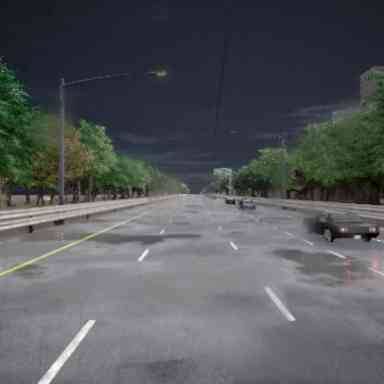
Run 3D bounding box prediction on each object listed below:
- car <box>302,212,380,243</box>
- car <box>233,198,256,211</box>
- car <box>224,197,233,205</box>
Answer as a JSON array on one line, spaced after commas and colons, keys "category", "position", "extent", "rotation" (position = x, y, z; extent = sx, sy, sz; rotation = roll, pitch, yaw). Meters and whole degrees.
[{"category": "car", "position": [7.025, 1.638, 16.326], "extent": [1.895, 1.301, 4.718], "rotation": [0, 0, 0]}, {"category": "car", "position": [7.134, 1.627, 43.662], "extent": [2.128, 1.511, 4.902], "rotation": [0, 0, 0]}, {"category": "car", "position": [7.267, 1.699, 63.982], "extent": [1.882, 1.535, 5.008], "rotation": [0, 0, 0]}]
